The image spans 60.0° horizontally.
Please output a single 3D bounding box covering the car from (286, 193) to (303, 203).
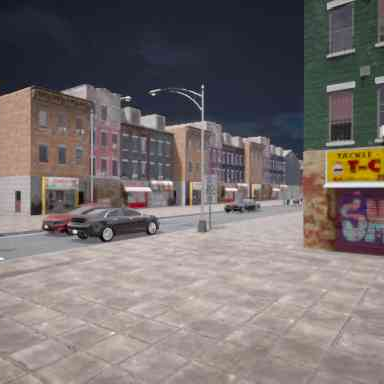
[{"bbox_3d":[14.678,0.967,46.424,1.837,1.490,4.892,0,0,36],"label":"car"}]

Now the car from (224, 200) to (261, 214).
[{"bbox_3d":[5.058,1.429,33.176,1.895,1.301,4.718,0,0,36],"label":"car"}]

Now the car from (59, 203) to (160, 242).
[{"bbox_3d":[-3.602,1.443,16.217,1.837,1.490,4.892,0,0,36],"label":"car"}]

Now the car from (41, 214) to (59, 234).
[{"bbox_3d":[-5.672,1.403,18.209,1.882,1.535,5.008,0,1,34],"label":"car"}]
